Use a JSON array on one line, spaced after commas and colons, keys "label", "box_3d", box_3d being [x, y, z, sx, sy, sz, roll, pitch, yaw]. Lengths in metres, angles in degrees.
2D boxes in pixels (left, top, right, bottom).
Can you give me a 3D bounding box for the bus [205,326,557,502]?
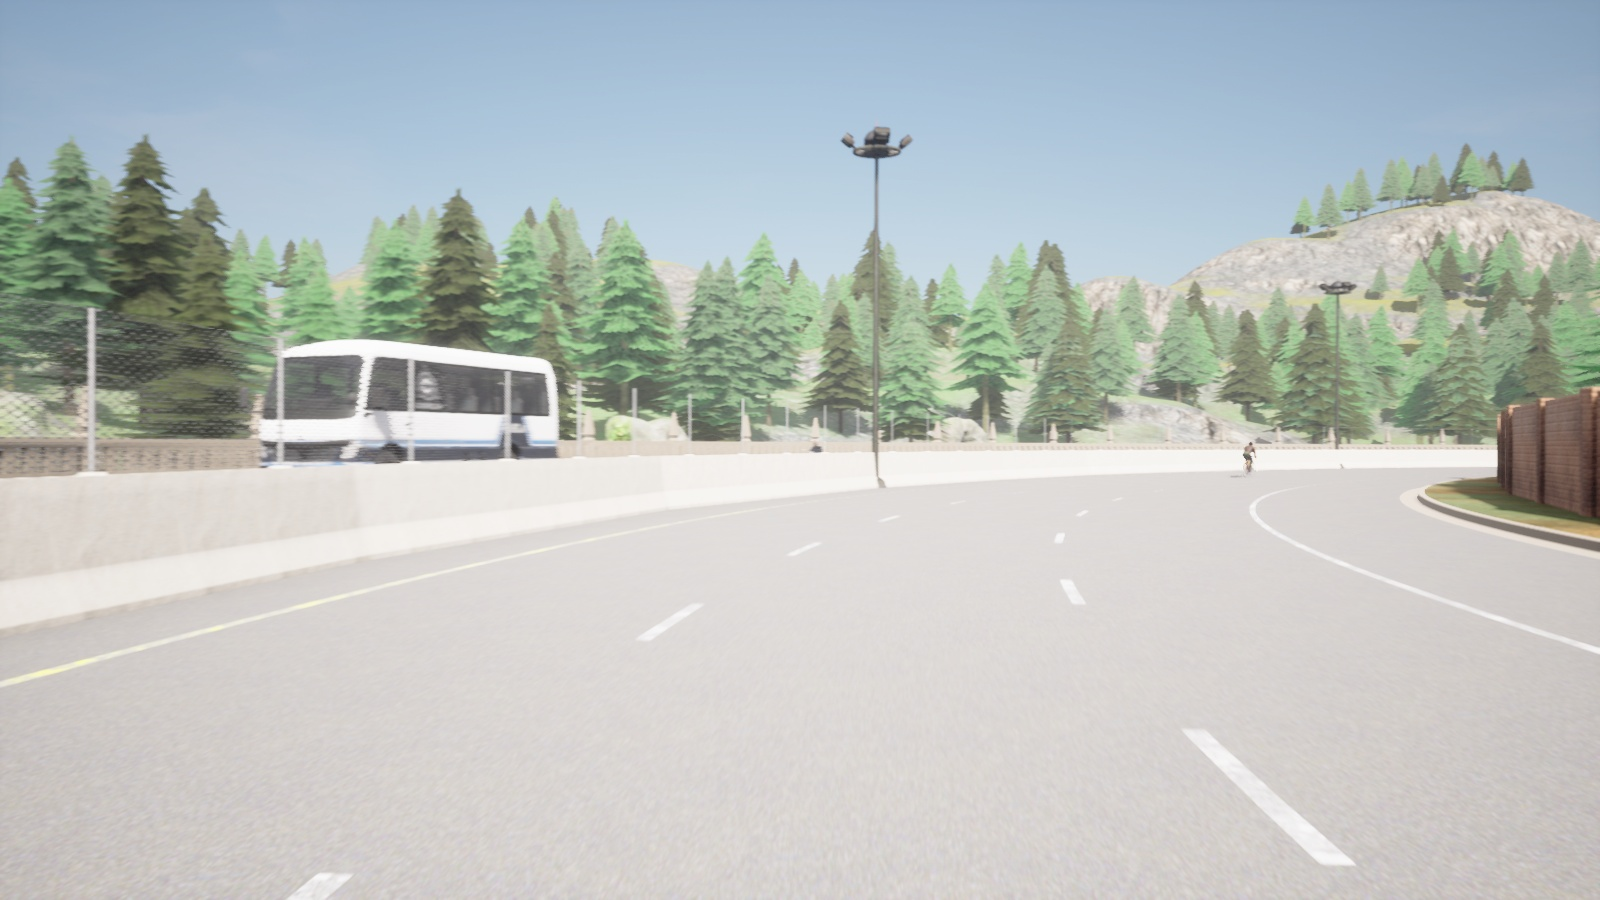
[{"label": "bus", "box_3d": [-11.328, -0.888, 35.719, 3.944, 4.253, 10.273, 0, 0, 20]}]
